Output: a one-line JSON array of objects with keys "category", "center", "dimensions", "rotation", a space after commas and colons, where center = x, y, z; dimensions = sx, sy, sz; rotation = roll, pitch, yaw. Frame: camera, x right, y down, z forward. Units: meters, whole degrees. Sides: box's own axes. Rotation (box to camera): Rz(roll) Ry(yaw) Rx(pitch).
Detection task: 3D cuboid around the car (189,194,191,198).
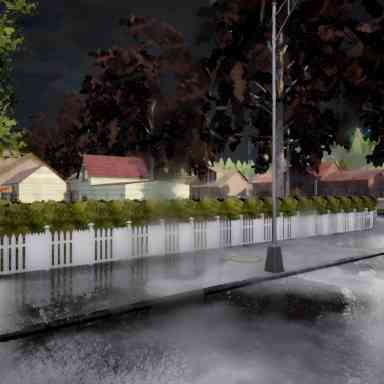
[{"category": "car", "center": [-2.191, 1.221, 57.456], "dimensions": [2.150, 2.045, 5.566], "rotation": [0, 0, -35]}]
